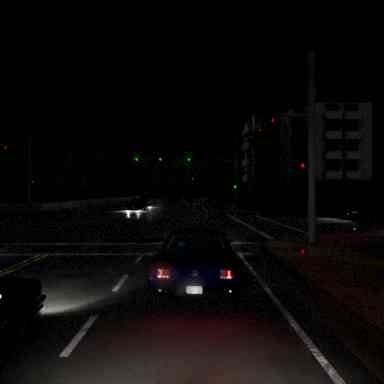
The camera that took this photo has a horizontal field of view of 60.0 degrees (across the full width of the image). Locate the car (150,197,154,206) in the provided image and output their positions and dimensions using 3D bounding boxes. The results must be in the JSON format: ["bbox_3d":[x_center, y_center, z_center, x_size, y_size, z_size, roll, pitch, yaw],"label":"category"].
[{"bbox_3d":[-7.176,1.520,53.400,1.837,1.490,4.892,0,0,0],"label":"car"}]

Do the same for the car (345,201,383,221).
[{"bbox_3d":[15.011,1.512,26.960,4.892,1.490,1.837,0,0,-2],"label":"car"}]

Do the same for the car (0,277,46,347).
[{"bbox_3d":[-3.450,1.549,3.272,2.033,1.411,5.357,0,0,0],"label":"car"}]

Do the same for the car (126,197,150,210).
[{"bbox_3d":[-7.162,1.559,43.254,2.033,1.411,5.357,0,0,0],"label":"car"}]

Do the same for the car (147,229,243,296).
[{"bbox_3d":[0.140,1.603,8.645,1.895,1.301,4.718,0,0,2],"label":"car"}]

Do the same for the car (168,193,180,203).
[{"bbox_3d":[-3.623,1.240,67.291,2.150,2.045,5.566,0,0,0],"label":"car"}]

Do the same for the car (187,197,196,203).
[{"bbox_3d":[-0.123,1.619,67.311,1.895,1.301,4.718,0,0,0],"label":"car"}]
